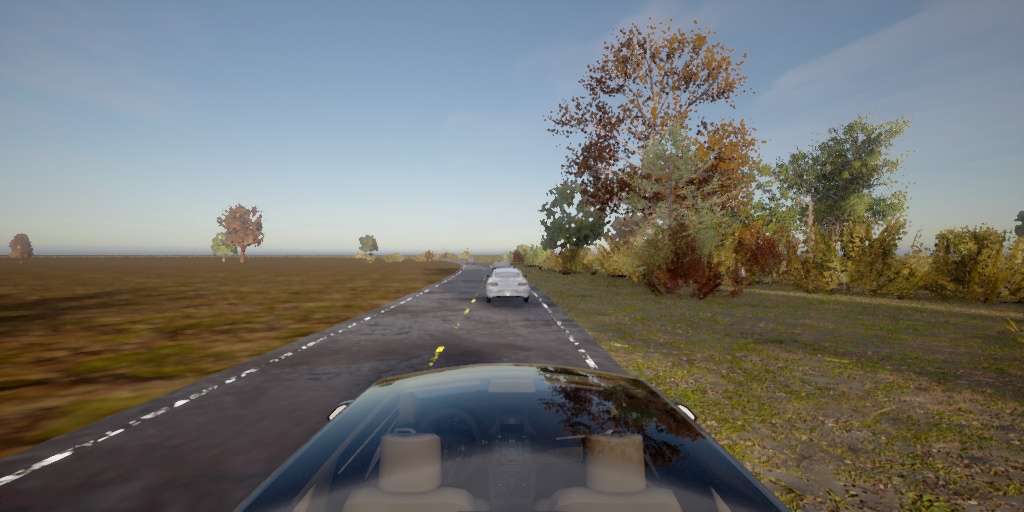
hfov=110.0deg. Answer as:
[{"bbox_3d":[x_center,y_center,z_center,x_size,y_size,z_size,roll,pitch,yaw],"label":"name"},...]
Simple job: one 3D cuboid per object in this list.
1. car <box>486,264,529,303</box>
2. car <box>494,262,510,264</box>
[{"bbox_3d":[-0.231,1.281,16.584,1.812,1.442,4.674,0,0,-2],"label":"car"},{"bbox_3d":[-0.918,1.231,31.613,1.882,1.535,5.008,0,0,-3],"label":"car"}]
